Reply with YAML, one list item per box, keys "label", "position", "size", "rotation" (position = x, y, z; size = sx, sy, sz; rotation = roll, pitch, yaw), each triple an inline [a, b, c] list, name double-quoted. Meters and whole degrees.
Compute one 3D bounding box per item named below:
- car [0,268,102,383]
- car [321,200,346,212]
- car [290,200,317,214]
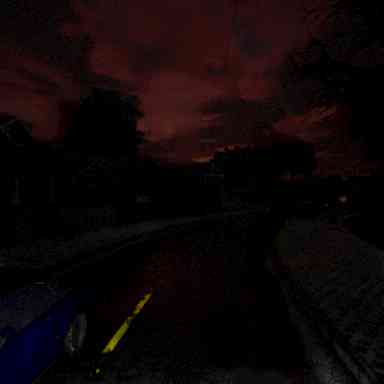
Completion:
- label: "car"
  position: [-2.549, 1.594, 3.289]
  size: [1.895, 1.301, 4.718]
  rotation: [0, 0, 4]
- label: "car"
  position: [21.568, 2.046, 50.566]
  size: [4.553, 1.767, 2.097]
  rotation: [1, -1, -41]
- label: "car"
  position: [14.197, 1.848, 42.080]
  size: [2.097, 1.767, 4.553]
  rotation: [0, -1, 38]
